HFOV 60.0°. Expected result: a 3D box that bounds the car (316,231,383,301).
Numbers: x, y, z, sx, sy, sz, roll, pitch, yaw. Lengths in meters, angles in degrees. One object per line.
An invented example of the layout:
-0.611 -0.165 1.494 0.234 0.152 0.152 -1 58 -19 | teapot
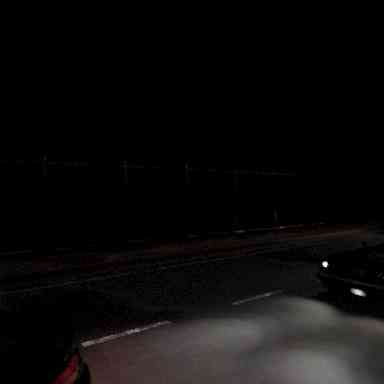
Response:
4.937 1.593 7.627 4.718 1.301 1.895 0 0 -36 | car

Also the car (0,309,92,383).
-2.961 1.527 1.836 4.674 1.442 1.812 0 0 -36 | car
